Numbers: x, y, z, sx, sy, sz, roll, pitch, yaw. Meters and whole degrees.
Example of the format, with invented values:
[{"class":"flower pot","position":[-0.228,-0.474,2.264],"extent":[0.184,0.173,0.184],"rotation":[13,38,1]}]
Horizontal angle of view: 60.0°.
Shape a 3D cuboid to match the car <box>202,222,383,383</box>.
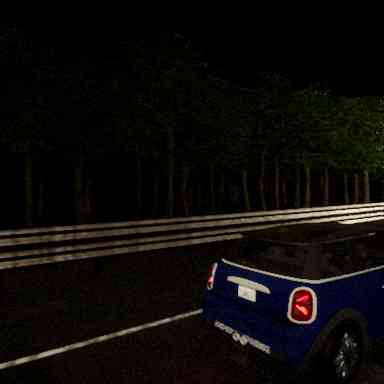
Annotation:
[{"class":"car","position":[2.430,1.278,5.477],"extent":[4.553,1.767,2.097],"rotation":[-1,1,-35]}]
